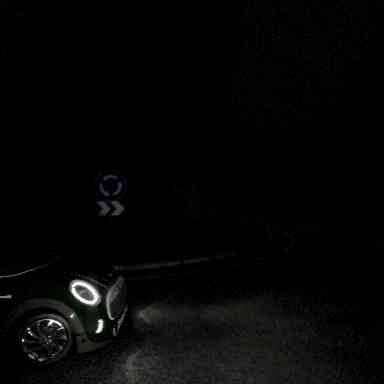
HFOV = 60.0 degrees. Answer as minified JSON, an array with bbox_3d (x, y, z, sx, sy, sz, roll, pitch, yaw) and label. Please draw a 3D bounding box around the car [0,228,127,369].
[{"bbox_3d":[-3.337,1.353,5.141,4.553,1.767,2.097,0,0,-3],"label":"car"}]
